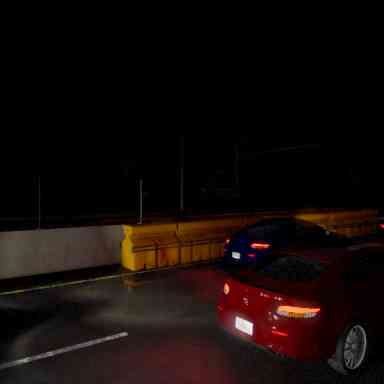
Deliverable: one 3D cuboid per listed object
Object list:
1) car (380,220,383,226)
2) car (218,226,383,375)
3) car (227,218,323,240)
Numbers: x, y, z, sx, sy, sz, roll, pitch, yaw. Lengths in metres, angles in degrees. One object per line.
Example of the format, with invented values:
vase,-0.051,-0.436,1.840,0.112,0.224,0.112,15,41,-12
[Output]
car,10.854,1.547,15.790,5.357,1.411,2.033,0,0,-36
car,2.525,1.526,5.555,4.674,1.442,1.812,0,0,-36
car,3.055,1.526,10.230,4.674,1.442,1.812,0,0,-35
